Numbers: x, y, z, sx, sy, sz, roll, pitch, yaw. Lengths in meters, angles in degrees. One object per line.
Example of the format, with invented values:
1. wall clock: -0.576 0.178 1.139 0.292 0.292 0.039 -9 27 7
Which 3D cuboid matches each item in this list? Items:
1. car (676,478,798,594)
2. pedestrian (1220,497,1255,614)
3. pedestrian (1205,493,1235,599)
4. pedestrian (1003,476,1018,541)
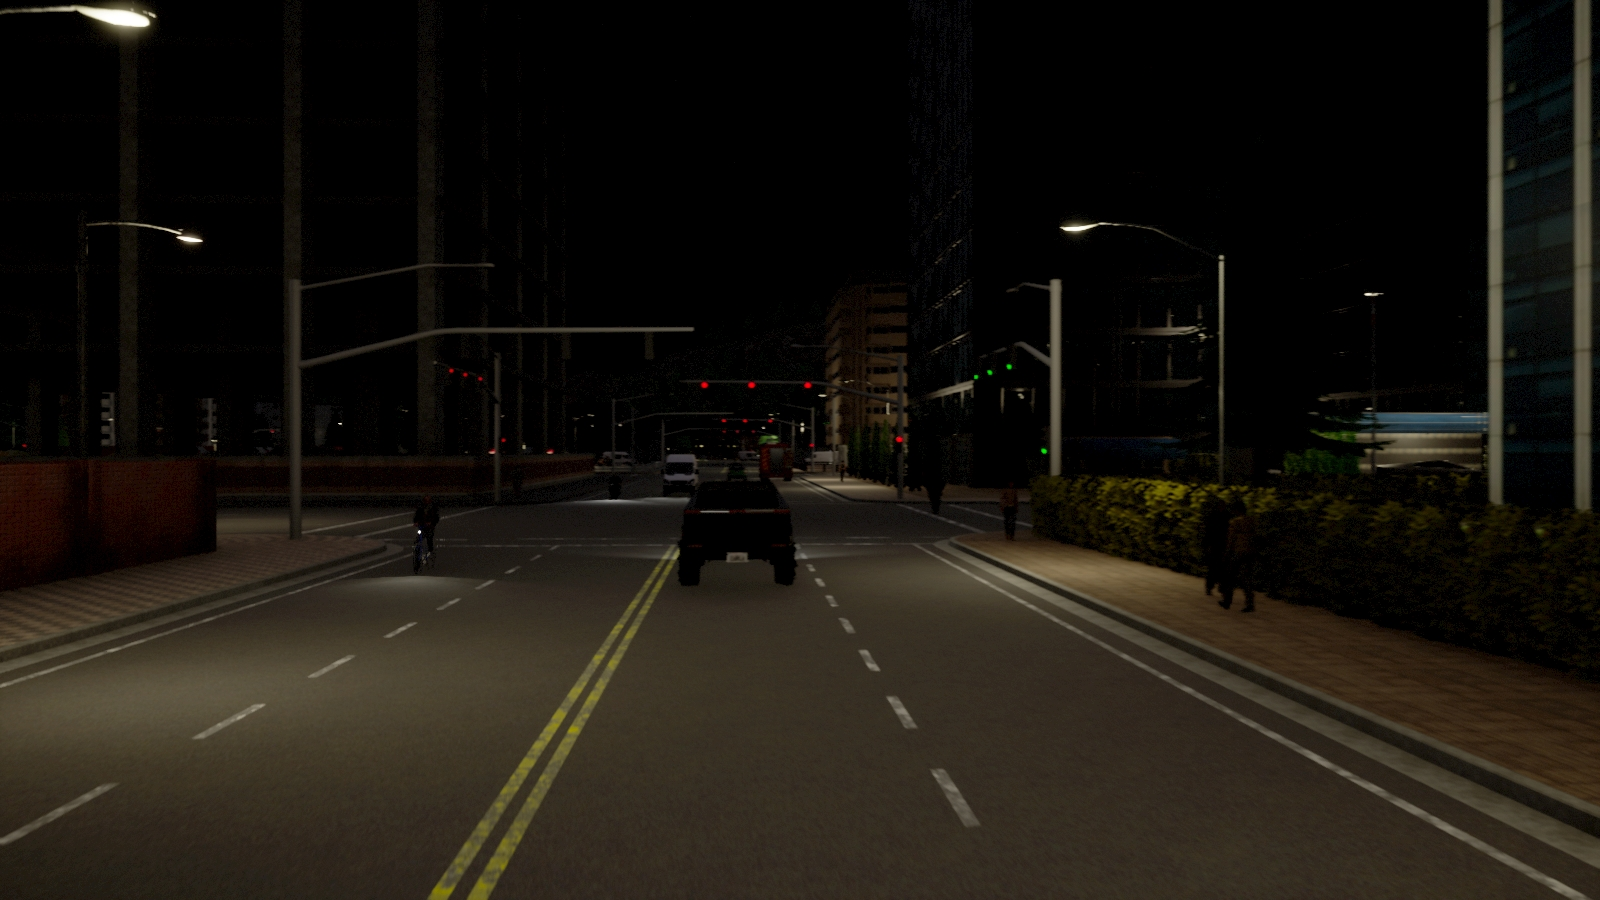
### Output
1. car: -1.404 1.757 25.536 2.390 2.098 6.274 0 0 -3
2. pedestrian: 7.070 1.693 18.465 0.375 1.860 0.375 0 0 -13
3. pedestrian: 7.457 1.694 20.281 0.375 1.860 0.375 0 0 -2
4. pedestrian: 6.105 1.696 33.120 0.375 1.860 0.375 0 0 -1
